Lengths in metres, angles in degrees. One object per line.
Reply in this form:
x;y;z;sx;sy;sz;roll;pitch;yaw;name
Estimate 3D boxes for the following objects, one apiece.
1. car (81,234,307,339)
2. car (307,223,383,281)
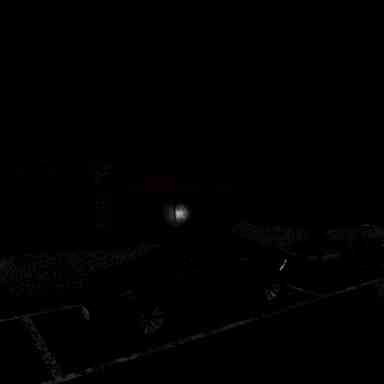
0.072;1.566;6.587;4.313;1.339;1.947;0;0;-35;car
4.552;1.582;9.781;4.206;1.307;1.802;0;0;-35;car
